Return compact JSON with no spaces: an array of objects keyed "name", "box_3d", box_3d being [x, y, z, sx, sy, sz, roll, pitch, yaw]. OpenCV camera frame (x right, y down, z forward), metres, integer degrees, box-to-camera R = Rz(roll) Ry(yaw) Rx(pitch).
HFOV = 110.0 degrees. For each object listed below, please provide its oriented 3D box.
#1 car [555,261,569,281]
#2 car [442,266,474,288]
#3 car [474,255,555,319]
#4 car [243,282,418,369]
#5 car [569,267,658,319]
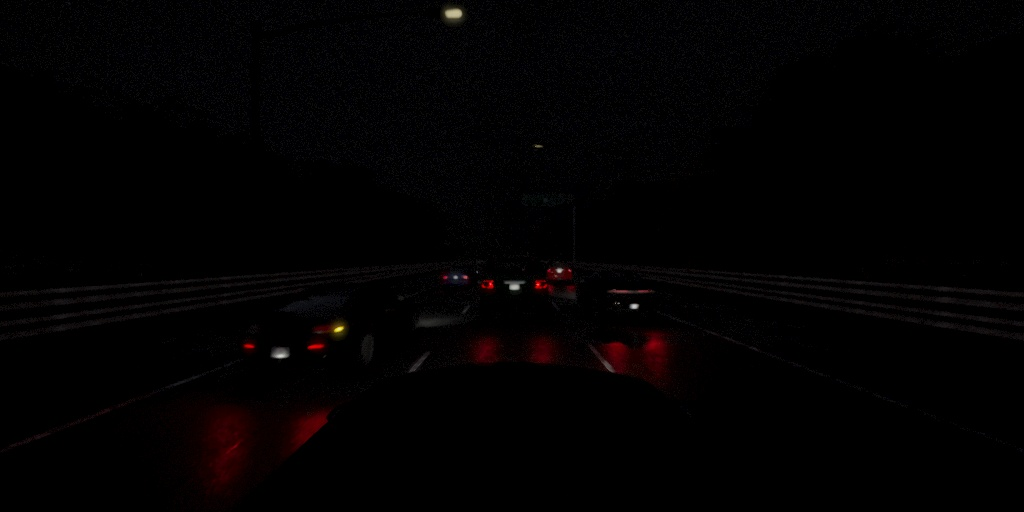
[{"name":"car","box_3d":[3.589,1.177,28.988,2.097,1.767,4.553,0,0,0]},{"name":"car","box_3d":[-3.429,1.358,24.384,2.033,1.411,5.357,0,0,0]},{"name":"car","box_3d":[0.087,0.998,12.986,2.150,2.045,5.566,0,0,0]},{"name":"car","box_3d":[-3.447,1.290,7.706,1.812,1.442,4.674,0,0,1]},{"name":"car","box_3d":[3.583,1.268,12.903,2.128,1.511,4.902,0,0,0]}]
